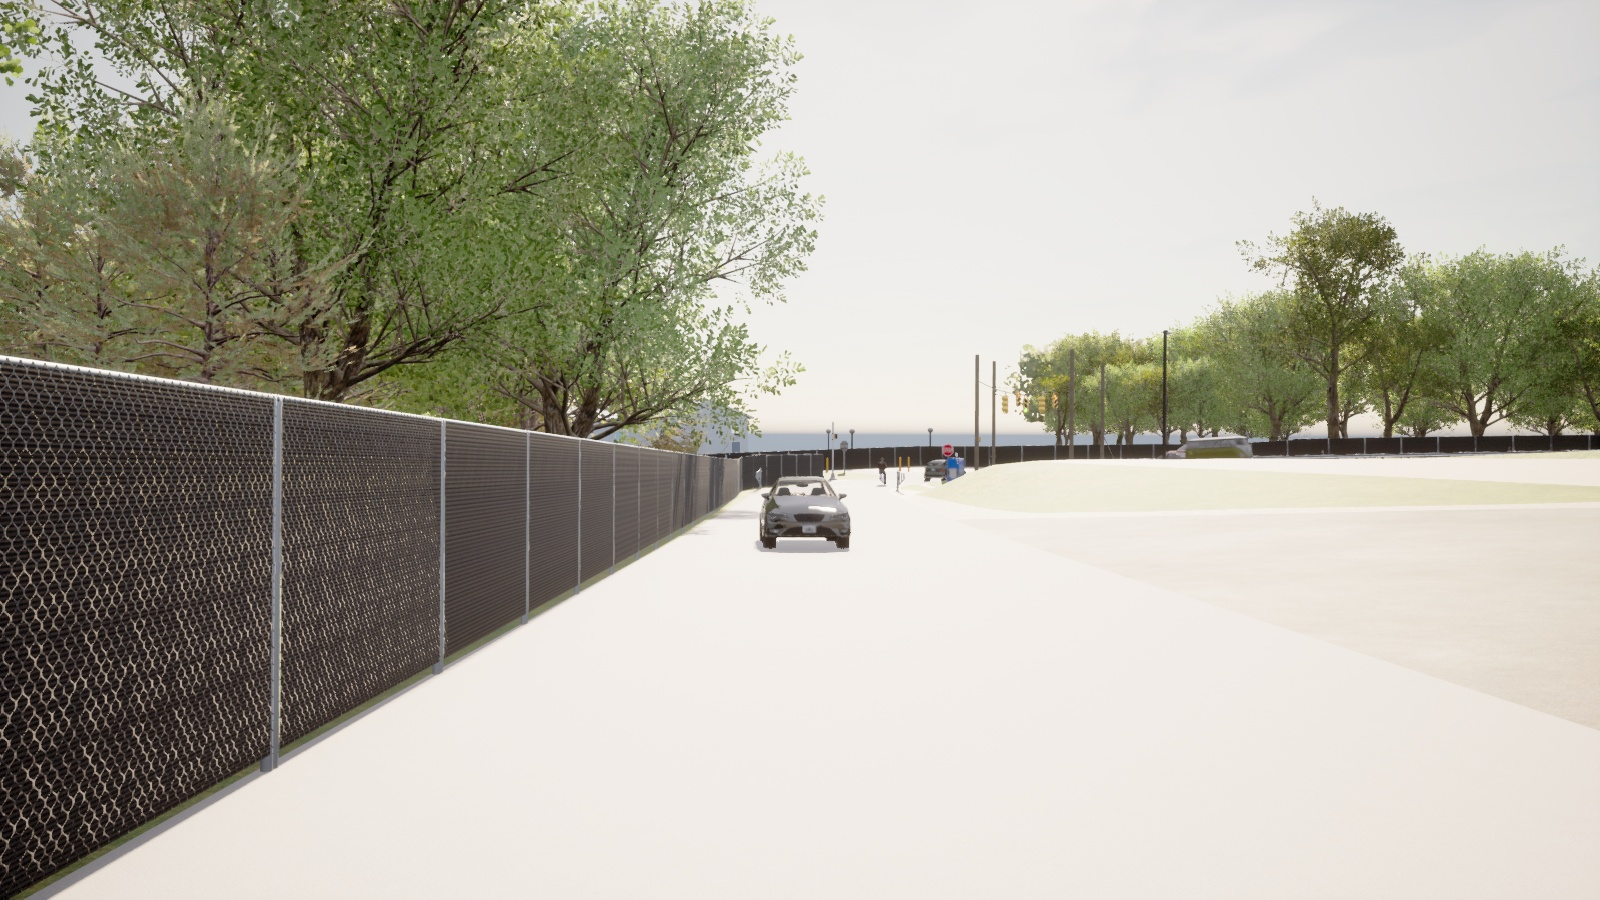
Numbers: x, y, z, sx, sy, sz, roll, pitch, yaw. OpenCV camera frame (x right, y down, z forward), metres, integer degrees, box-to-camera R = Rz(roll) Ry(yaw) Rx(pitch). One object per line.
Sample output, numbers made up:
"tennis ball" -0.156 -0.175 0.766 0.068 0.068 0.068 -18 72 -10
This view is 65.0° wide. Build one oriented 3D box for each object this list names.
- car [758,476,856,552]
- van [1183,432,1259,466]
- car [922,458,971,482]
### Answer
"car" 0.068 1.303 26.712 1.816 1.474 4.193 0 -1 -4
"van" 27.295 -0.074 81.580 1.775 1.987 4.442 -2 -2 -35
"car" 10.318 1.385 88.410 1.789 1.549 3.705 0 0 37
